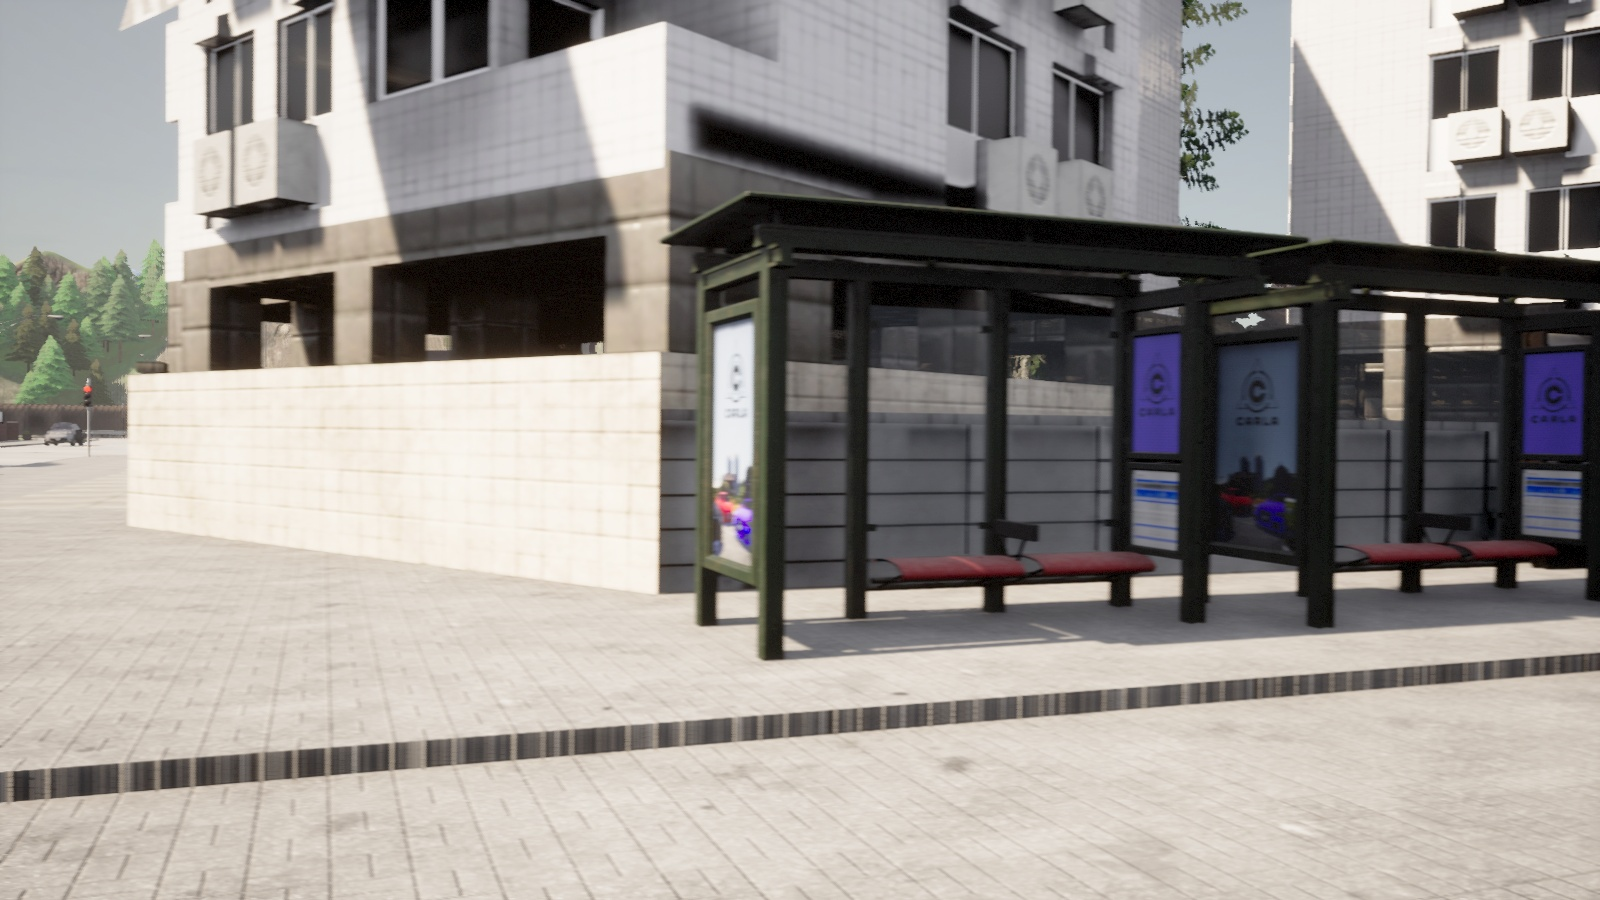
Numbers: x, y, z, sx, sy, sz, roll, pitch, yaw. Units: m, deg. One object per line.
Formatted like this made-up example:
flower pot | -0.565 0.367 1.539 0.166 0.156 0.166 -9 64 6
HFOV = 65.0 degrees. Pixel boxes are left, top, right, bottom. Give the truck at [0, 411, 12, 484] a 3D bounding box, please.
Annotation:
truck | -27.921 -0.047 40.939 2.627 2.467 5.204 -1 1 -19

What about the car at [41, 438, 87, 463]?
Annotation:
car | -46.795 0.029 79.879 1.845 1.501 3.633 -1 1 -20
